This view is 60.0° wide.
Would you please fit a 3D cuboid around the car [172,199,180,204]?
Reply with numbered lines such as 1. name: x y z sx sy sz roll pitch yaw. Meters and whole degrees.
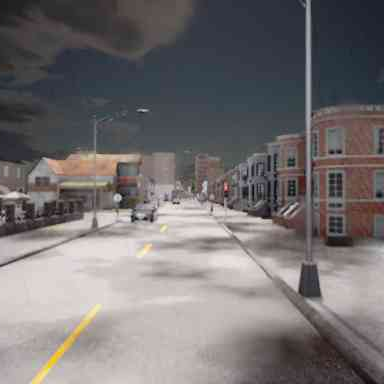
1. car: -3.974 2.565 84.000 2.033 1.411 5.357 0 -1 0

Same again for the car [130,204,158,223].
1. car: -4.009 1.768 28.486 2.128 1.511 4.902 0 -1 0
